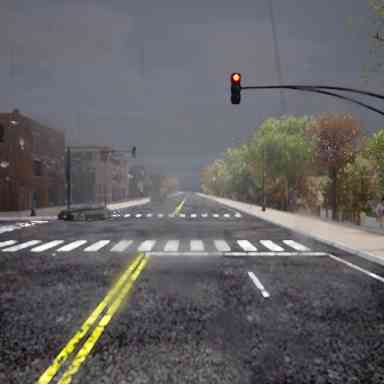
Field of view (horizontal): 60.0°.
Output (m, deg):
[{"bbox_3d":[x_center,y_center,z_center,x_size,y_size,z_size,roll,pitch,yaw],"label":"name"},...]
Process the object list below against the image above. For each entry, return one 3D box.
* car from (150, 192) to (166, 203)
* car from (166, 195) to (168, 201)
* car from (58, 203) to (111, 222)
[{"bbox_3d":[-6.745,1.134,64.693,2.150,2.045,5.566,0,2,0],"label":"car"},{"bbox_3d":[-6.823,1.360,79.820,1.837,1.490,4.892,0,0,0],"label":"car"},{"bbox_3d":[-8.301,1.573,26.010,1.994,1.385,4.181,0,1,29],"label":"car"}]
